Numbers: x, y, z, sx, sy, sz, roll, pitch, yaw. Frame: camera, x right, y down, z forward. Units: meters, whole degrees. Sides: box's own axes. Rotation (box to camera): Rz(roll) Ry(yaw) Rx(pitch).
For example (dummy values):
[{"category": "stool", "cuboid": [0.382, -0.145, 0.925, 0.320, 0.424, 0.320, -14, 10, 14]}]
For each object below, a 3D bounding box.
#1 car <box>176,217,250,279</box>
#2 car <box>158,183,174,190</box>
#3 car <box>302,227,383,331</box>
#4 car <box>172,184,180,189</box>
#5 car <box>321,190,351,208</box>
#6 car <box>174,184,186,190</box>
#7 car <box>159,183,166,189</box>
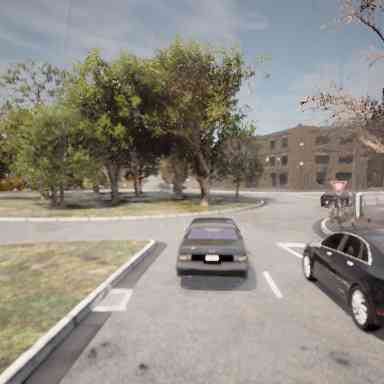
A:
[{"category": "car", "cuboid": [0.631, 1.468, 9.930, 2.033, 1.411, 5.357, 0, 1, 4]}, {"category": "car", "cuboid": [-5.718, -1.226, 71.703, 2.033, 1.411, 5.357, -1, 2, -10]}, {"category": "car", "cuboid": [3.694, 1.480, 6.777, 1.837, 1.490, 4.892, 0, 1, 3]}, {"category": "car", "cuboid": [-4.034, -1.417, 82.082, 1.895, 1.301, 4.718, 0, 1, -5]}, {"category": "car", "cuboid": [13.907, 0.581, 31.406, 4.892, 1.490, 1.837, -3, 3, -43]}, {"category": "car", "cuboid": [-2.467, -1.192, 72.002, 1.895, 1.301, 4.718, -1, 2, -10]}, {"category": "car", "cuboid": [-7.301, -1.502, 82.054, 1.837, 1.490, 4.892, 0, 1, -5]}]
